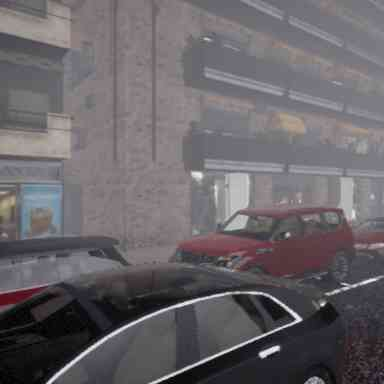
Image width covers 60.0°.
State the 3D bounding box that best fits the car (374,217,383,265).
[{"bbox_3d":[6.485,1.520,11.192,4.206,1.307,1.802,0,0,-36],"label":"car"}]

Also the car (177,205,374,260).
[{"bbox_3d":[1.898,1.283,7.914,5.009,1.841,2.192,0,0,-36],"label":"car"}]

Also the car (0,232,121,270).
[{"bbox_3d":[-2.688,1.439,4.640,4.097,1.590,1.967,0,0,-36],"label":"car"}]

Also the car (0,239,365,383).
[{"bbox_3d":[-0.632,1.499,2.805,4.892,1.490,1.837,0,0,-36],"label":"car"}]
